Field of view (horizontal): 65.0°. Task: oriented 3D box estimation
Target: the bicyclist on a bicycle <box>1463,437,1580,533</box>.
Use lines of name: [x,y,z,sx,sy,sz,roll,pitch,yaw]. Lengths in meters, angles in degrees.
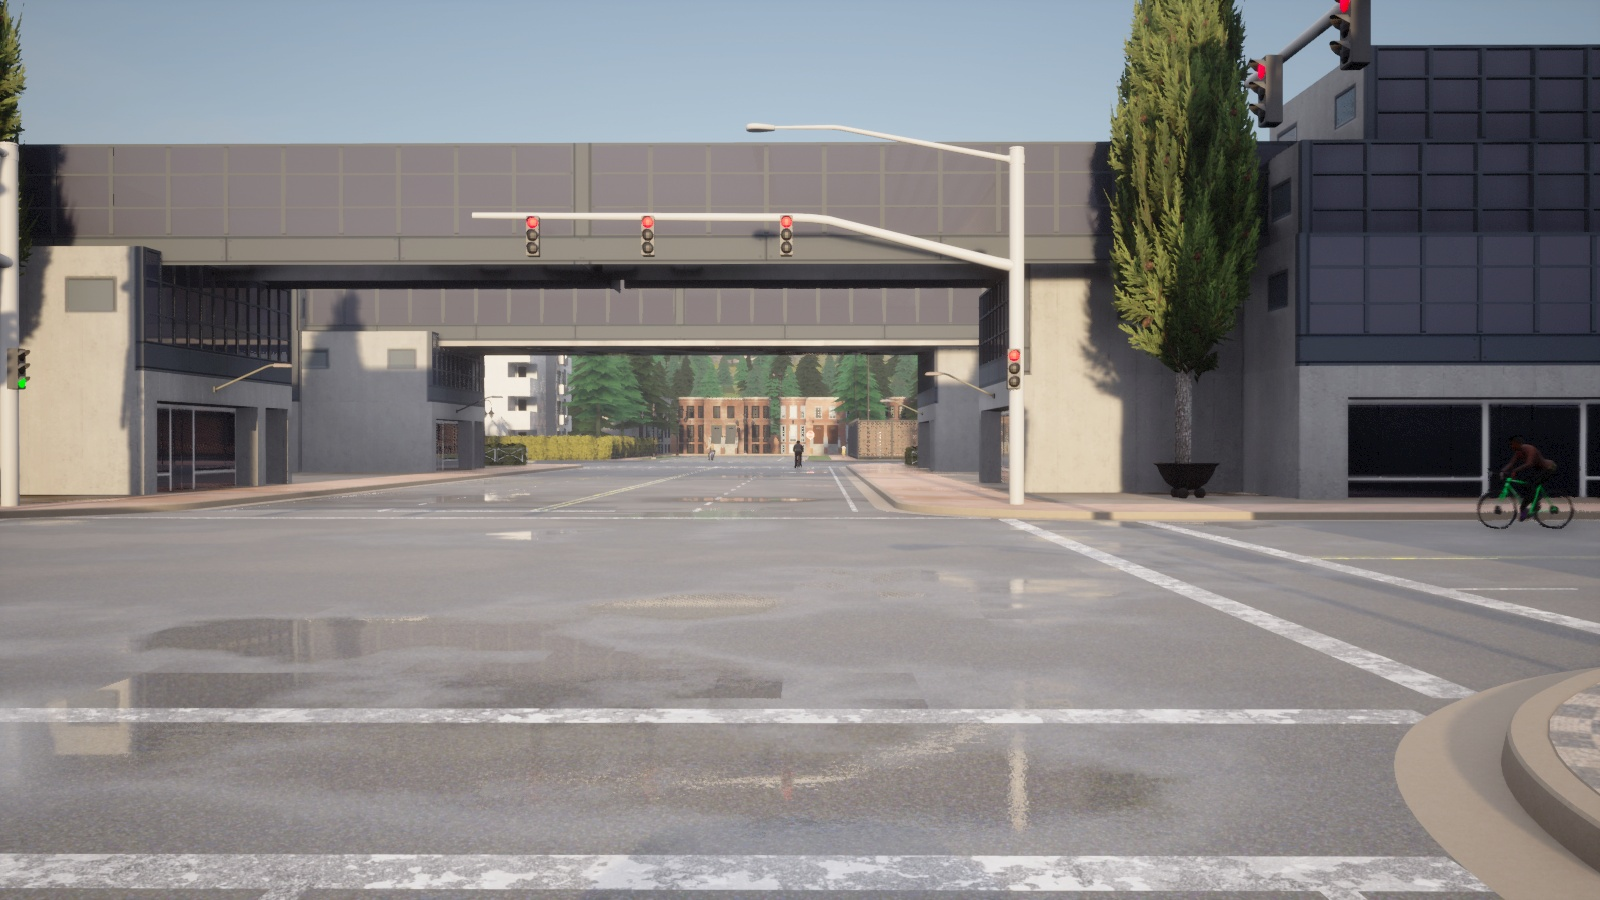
bicyclist on a bicycle: [12.335,0.588,21.487,1.656,1.620,0.582,0,0,0]
